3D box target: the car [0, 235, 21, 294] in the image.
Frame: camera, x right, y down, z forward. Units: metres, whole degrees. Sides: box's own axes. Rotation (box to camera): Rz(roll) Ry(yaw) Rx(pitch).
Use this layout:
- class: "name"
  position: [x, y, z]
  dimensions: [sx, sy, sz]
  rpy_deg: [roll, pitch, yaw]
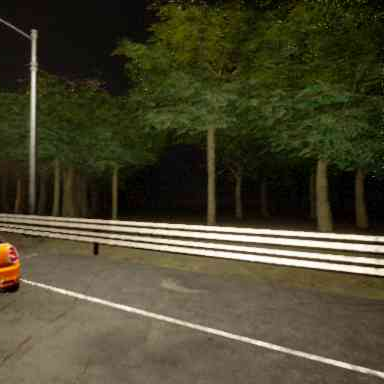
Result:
- class: "car"
  position: [-6.146, 1.470, 7.973]
  dimensions: [4.553, 1.767, 2.097]
  rpy_deg: [-1, -1, 35]
